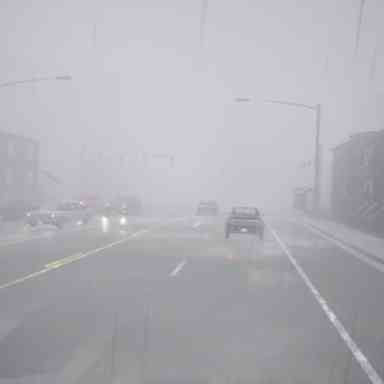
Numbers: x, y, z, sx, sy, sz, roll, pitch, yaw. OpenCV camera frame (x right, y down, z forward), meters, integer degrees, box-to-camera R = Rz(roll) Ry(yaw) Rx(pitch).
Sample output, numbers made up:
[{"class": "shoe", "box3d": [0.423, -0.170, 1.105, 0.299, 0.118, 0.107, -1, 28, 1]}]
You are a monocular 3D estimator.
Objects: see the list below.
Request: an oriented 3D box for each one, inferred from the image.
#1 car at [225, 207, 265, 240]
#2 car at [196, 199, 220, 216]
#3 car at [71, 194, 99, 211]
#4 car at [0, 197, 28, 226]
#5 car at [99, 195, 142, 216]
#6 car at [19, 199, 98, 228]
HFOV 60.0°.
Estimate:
[{"class": "car", "box3d": [2.784, 1.536, 17.559, 2.128, 1.511, 4.902, 2, 0, 9]}, {"class": "car", "box3d": [1.599, 1.467, 32.010, 2.128, 1.511, 4.902, 2, 0, 9]}, {"class": "car", "box3d": [-9.602, 0.986, 29.592, 2.097, 1.767, 4.553, 2, 0, 10]}, {"class": "car", "box3d": [-11.191, 1.085, 19.956, 1.882, 1.535, 5.008, 2, 0, 9]}, {"class": "car", "box3d": [-6.054, 1.096, 29.598, 2.097, 1.767, 4.553, 2, 0, 10]}, {"class": "car", "box3d": [-7.683, 1.317, 19.761, 1.895, 1.301, 4.718, 2, 0, 9]}]
